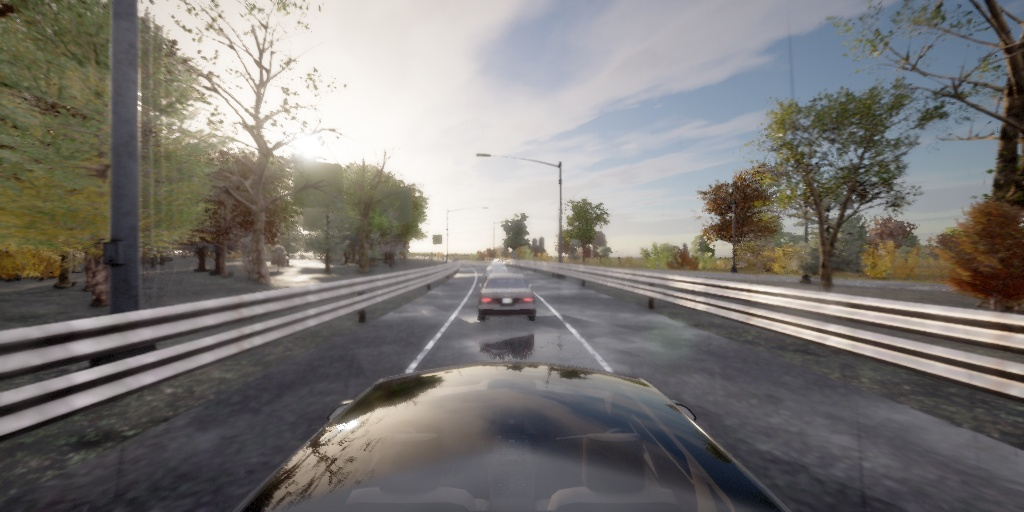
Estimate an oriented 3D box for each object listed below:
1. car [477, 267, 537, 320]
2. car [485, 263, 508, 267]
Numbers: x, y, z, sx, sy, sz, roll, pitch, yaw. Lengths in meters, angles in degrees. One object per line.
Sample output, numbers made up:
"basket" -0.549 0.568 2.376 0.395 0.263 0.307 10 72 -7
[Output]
"car" -0.211 1.300 12.548 2.033 1.411 5.357 0 0 -2
"car" -1.269 1.273 30.470 1.812 1.442 4.674 0 0 -4
